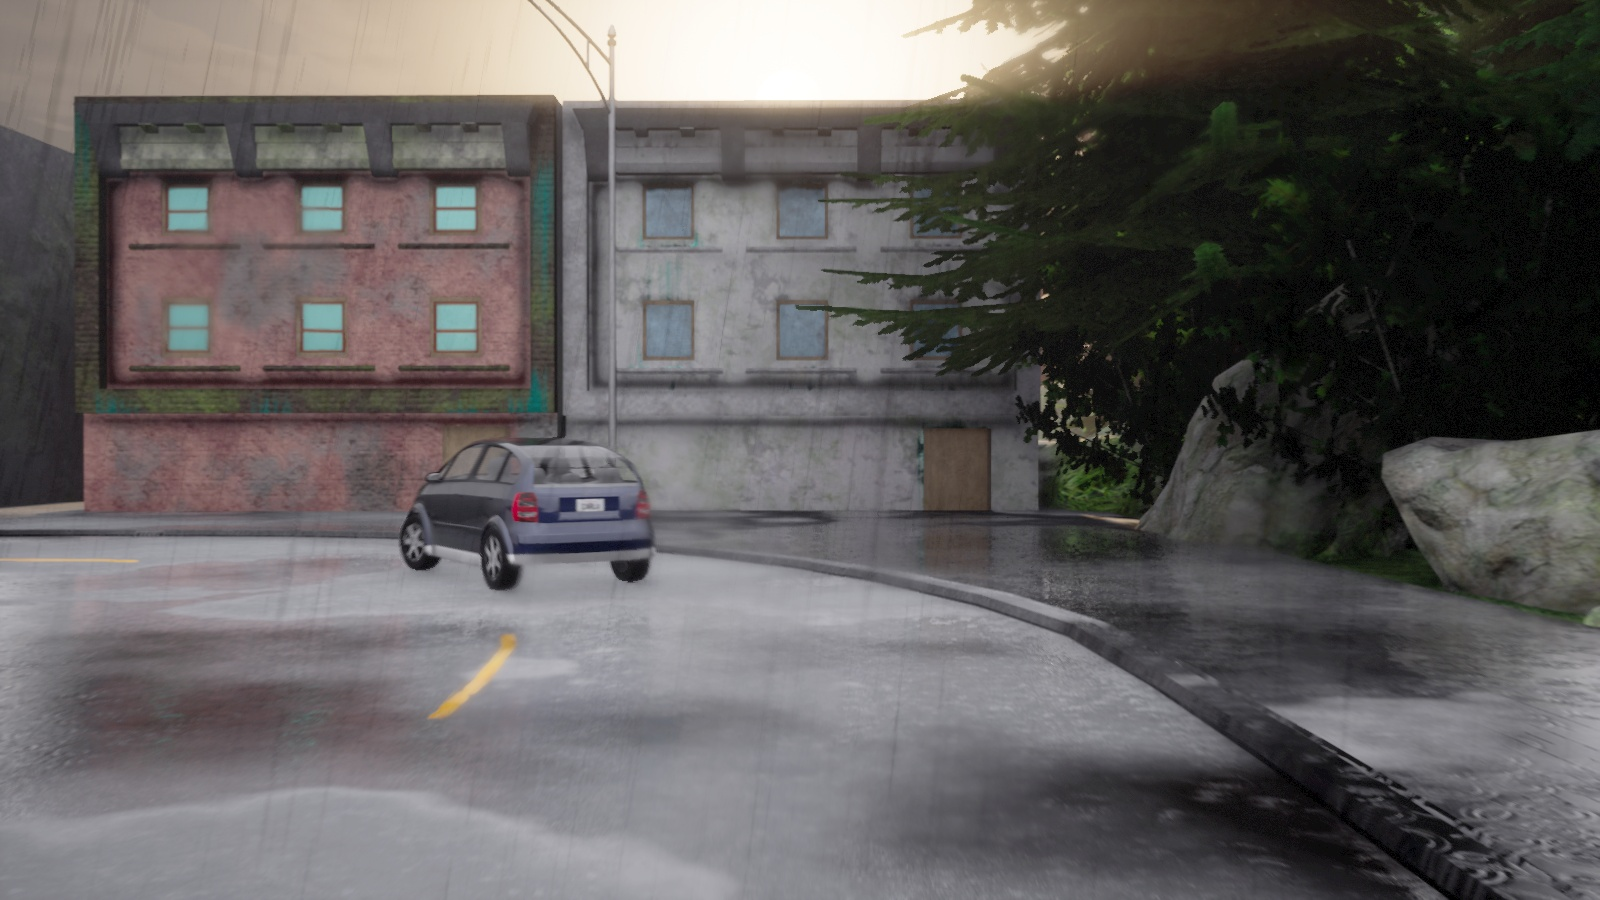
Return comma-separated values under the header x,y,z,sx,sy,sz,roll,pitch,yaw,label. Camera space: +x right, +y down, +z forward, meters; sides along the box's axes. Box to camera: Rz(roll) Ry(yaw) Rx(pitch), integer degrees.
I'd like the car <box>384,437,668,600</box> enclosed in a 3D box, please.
x,y,z,sx,sy,sz,roll,pitch,yaw,label
-3.172,0.645,14.010,1.789,1.549,3.705,0,0,-35,car
